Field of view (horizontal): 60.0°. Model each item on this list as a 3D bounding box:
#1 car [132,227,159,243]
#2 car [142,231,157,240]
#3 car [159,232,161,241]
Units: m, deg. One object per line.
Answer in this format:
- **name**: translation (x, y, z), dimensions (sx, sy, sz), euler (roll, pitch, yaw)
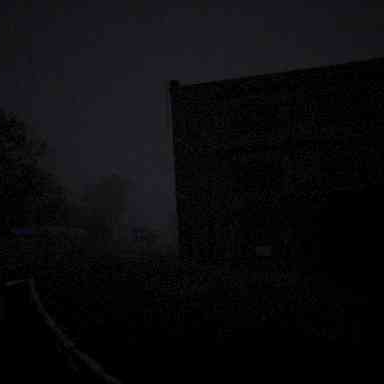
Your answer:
- **car**: translation (-6.456, 5.796, 44.766), dimensions (2.150, 2.045, 5.566), euler (-4, -7, 6)
- **car**: translation (-9.032, 9.210, 70.454), dimensions (2.097, 1.767, 4.553), euler (-2, -5, -20)
- **car**: translation (-6.614, 7.585, 58.270), dimensions (2.150, 2.045, 5.566), euler (-3, -7, -7)
